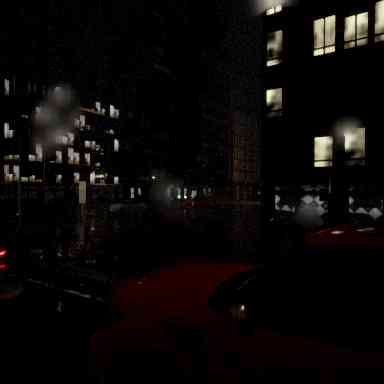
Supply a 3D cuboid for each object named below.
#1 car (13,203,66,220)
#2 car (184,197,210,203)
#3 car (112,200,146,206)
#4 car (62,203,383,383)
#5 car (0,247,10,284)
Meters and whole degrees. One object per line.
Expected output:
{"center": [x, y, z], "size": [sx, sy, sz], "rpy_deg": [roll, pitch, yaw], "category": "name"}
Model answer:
{"center": [-12.938, 1.617, 28.544], "size": [1.994, 1.385, 4.181], "rpy_deg": [1, 0, 37], "category": "car"}
{"center": [0.673, 1.508, 46.842], "size": [2.097, 1.767, 4.553], "rpy_deg": [1, 0, 37], "category": "car"}
{"center": [-6.993, 1.625, 36.554], "size": [1.812, 1.442, 4.674], "rpy_deg": [1, 0, 37], "category": "car"}
{"center": [1.650, 1.221, 2.509], "size": [5.566, 2.045, 2.150], "rpy_deg": [0, 0, 35], "category": "car"}
{"center": [-6.253, 1.522, 8.125], "size": [4.674, 1.442, 1.812], "rpy_deg": [0, 0, 35], "category": "car"}
